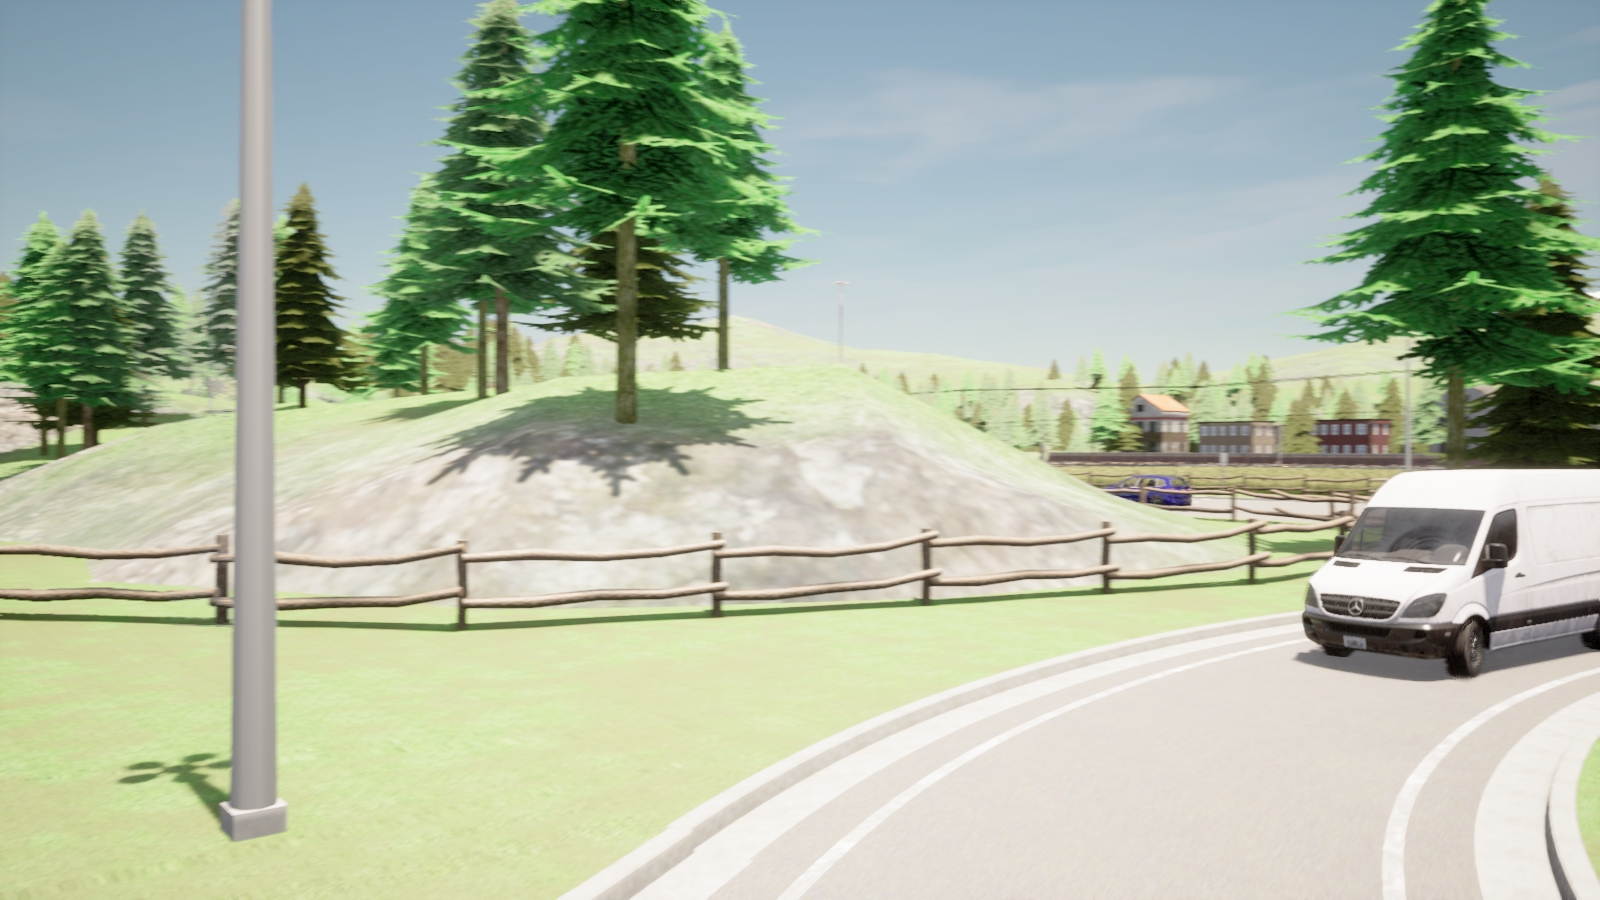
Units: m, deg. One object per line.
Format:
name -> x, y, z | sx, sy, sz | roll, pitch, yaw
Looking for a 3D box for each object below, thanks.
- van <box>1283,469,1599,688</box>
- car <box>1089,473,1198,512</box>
van -> 9.504, 1.566, 16.025 | 5.915, 2.561, 1.988 | 0, -1, -32
car -> 16.647, 2.024, 55.554 | 2.242, 1.667, 4.611 | 0, 0, -40
